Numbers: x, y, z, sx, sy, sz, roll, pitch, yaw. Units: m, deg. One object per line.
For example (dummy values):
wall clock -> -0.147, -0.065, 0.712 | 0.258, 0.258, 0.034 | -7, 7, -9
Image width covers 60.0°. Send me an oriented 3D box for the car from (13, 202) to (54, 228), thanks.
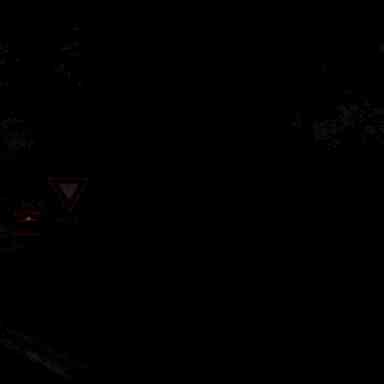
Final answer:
car -> -10.121, 1.377, 21.539 | 1.882, 1.535, 5.008 | 1, 0, -17
